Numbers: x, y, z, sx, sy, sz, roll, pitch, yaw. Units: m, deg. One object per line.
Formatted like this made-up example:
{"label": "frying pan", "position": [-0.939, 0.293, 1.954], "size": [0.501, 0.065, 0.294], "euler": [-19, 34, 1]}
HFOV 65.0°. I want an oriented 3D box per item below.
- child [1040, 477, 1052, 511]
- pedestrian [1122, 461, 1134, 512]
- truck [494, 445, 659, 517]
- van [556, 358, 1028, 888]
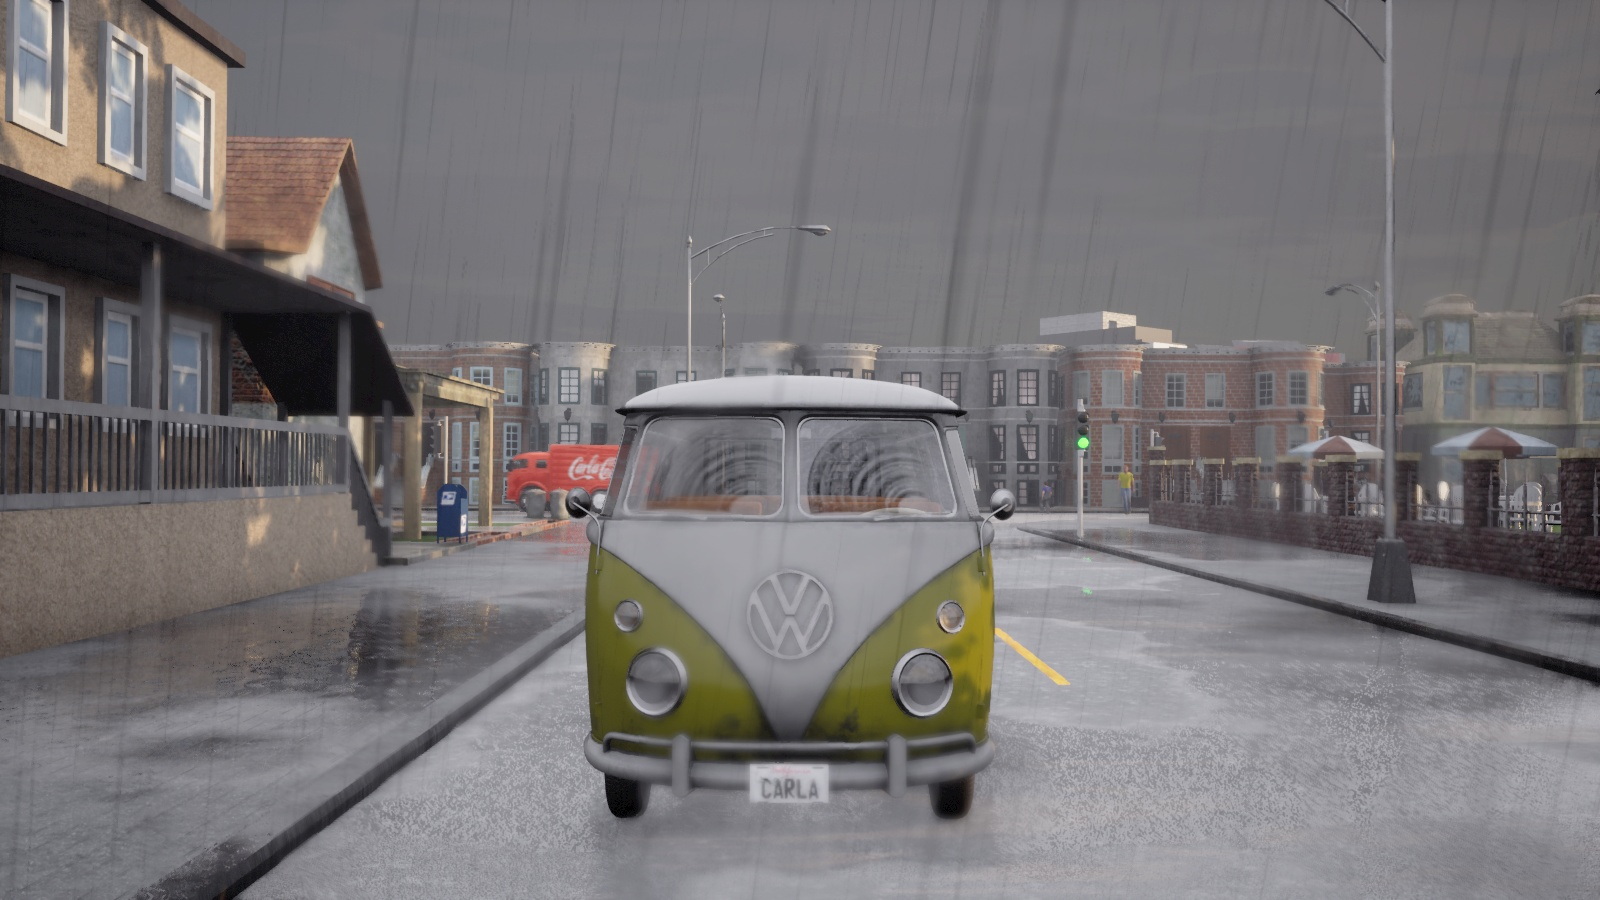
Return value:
{"label": "child", "position": [9.152, 1.631, 46.737], "size": [0.270, 1.263, 0.437], "euler": [0, -1, -18]}
{"label": "pedestrian", "position": [11.943, 1.325, 45.767], "size": [0.354, 1.836, 0.706], "euler": [0, -1, 10]}
{"label": "truck", "position": [-7.994, 1.125, 45.168], "size": [5.204, 2.467, 2.627], "euler": [0, -2, 11]}
{"label": "van", "position": [-0.043, 0.684, 6.958], "size": [1.775, 1.987, 4.442], "euler": [0, -1, 0]}
